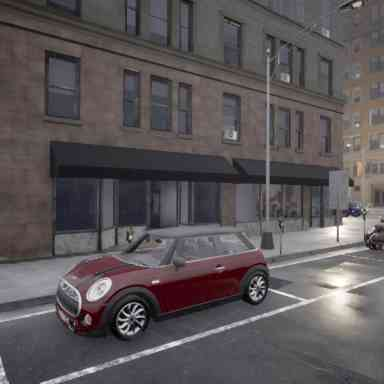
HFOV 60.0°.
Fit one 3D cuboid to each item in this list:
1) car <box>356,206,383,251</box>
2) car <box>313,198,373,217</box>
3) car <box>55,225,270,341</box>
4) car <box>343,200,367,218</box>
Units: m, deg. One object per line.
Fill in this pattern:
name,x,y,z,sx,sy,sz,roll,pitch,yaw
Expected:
car,8.487,1.445,12.863,4.097,1.590,1.967,0,0,-36
car,14.420,1.416,32.040,2.128,1.511,4.902,1,0,-36
car,-0.438,1.441,6.456,4.097,1.590,1.967,0,0,-36
car,12.293,1.123,29.443,2.150,2.045,5.566,1,0,-36
